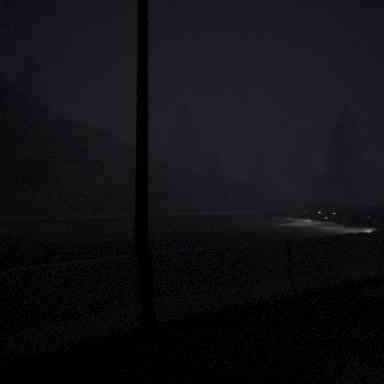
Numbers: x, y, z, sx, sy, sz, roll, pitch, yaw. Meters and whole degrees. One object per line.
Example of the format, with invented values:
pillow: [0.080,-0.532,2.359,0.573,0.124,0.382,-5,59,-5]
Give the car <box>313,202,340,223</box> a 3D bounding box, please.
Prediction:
car: [12.594,1.745,27.216,4.718,1.301,1.895,0,0,-25]

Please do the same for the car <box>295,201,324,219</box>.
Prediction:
car: [11.771,1.653,30.658,4.892,1.490,1.837,0,0,-25]

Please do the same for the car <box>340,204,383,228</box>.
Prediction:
car: [13.266,1.617,23.623,5.008,1.535,1.882,0,0,-26]
